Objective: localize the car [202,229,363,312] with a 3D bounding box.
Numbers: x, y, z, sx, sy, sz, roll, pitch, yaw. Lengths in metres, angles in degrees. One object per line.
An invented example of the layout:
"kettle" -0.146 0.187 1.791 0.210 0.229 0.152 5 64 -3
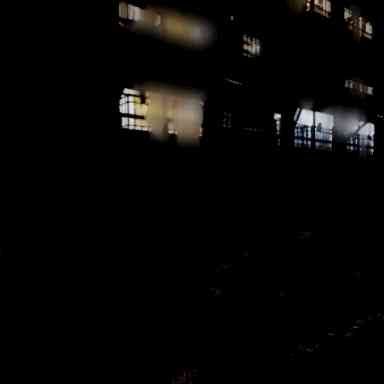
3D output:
"car" 2.245 1.569 7.708 4.313 1.339 1.947 0 -1 -35
